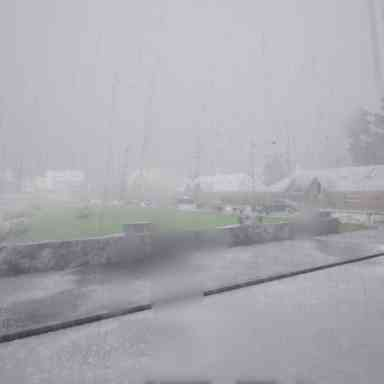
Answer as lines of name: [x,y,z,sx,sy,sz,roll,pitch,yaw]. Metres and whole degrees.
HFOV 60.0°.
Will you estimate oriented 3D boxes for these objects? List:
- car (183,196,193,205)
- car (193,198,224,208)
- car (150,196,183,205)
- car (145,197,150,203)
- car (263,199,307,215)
car: [-1.664,1.478,57.614,1.882,1.535,5.008,0,0,-35]
car: [2.521,1.564,44.609,1.994,1.385,4.181,0,0,-35]
car: [-4.262,1.548,54.187,2.033,1.411,5.357,0,0,-35]
car: [-7.588,1.478,65.849,1.882,1.535,5.008,0,0,-35]
car: [9.629,1.506,34.617,1.837,1.490,4.892,0,0,-35]
